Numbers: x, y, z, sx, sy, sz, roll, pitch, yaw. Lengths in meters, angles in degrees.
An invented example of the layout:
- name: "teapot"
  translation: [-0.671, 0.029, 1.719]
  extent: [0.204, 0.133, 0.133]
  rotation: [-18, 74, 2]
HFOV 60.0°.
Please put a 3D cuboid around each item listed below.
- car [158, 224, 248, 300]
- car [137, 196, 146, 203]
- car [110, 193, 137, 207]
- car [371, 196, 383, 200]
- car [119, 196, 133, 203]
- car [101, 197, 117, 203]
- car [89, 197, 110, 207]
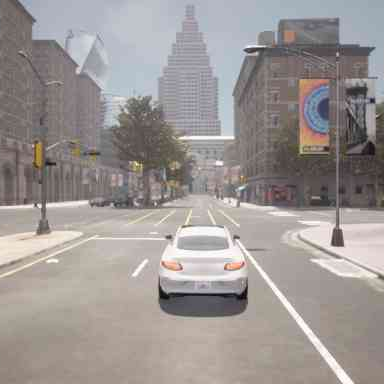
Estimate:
- name: "car"
  translation: [0.266, 1.526, 8.303]
  extent: [1.812, 1.442, 4.674]
  rotation: [0, 0, 2]
- name: "car"
  translation: [-9.974, 1.563, 67.128]
  extent: [1.994, 1.385, 4.181]
  rotation: [0, 0, 2]
- name: "car"
  translation: [-10.427, 1.221, 50.942]
  extent: [2.150, 2.045, 5.566]
  rotation: [0, 0, 1]
- name: "car"
  translation: [36.007, 1.481, 67.556]
  extent: [2.231, 1.521, 4.892]
  rotation: [0, 0, 1]
- name: "car"
  translation: [-13.437, 1.564, 68.151]
  extent: [1.994, 1.385, 4.181]
  rotation: [0, 0, 1]
- name: "car"
  translation: [-16.705, 1.595, 67.376]
  extent: [1.895, 1.301, 4.718]
  rotation: [0, 0, 1]
- name: "car"
  translation: [-13.936, 1.547, 50.589]
  extent: [2.033, 1.411, 5.357]
  rotation: [0, 0, 1]
